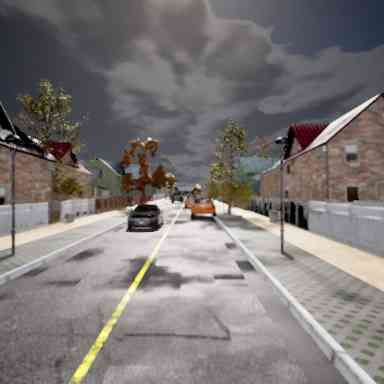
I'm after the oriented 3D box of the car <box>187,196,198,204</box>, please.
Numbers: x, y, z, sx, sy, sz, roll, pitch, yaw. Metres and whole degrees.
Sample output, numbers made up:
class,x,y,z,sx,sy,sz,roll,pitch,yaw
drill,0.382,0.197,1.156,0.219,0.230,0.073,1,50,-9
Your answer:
class,x,y,z,sx,sy,sz,roll,pitch,yaw
car,0.006,1.444,64.260,2.033,1.411,5.357,0,0,0

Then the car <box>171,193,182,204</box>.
class,x,y,z,sx,sy,sz,roll,pitch,yaw
car,-2.762,1.116,62.989,2.150,2.045,5.566,0,0,0

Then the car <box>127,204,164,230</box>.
class,x,y,z,sx,sy,sz,roll,pitch,yaw
car,-2.847,1.476,21.090,1.812,1.442,4.674,0,0,0

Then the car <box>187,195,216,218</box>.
class,x,y,z,sx,sy,sz,roll,pitch,yaw
car,0.924,1.235,29.056,2.097,1.767,4.553,-3,-1,0

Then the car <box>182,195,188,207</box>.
class,x,y,z,sx,sy,sz,roll,pitch,yaw
car,0.012,1.258,47.762,2.097,1.767,4.553,0,0,0
